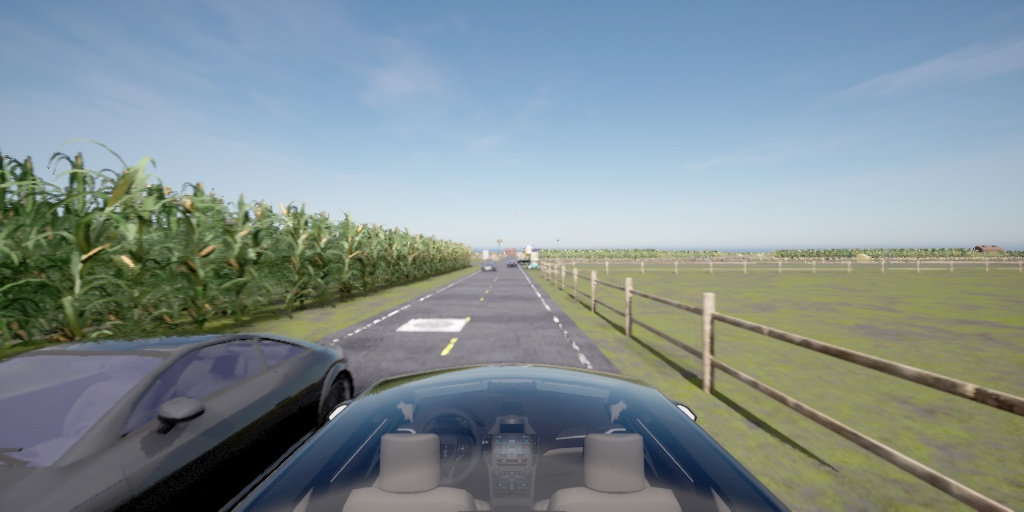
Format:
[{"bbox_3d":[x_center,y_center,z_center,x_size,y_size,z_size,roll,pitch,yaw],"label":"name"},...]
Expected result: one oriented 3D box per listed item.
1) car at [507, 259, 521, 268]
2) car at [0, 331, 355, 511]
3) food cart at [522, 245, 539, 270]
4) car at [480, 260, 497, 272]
[{"bbox_3d":[-0.001,1.231,60.426,2.033,1.411,5.357,0,0,0],"label":"car"},{"bbox_3d":[-2.850,1.314,2.553,1.994,1.385,4.181,0,0,0],"label":"car"},{"bbox_3d":[3.124,0.163,52.389,2.280,3.560,4.660,0,0,0],"label":"food cart"},{"bbox_3d":[-2.833,1.234,44.524,1.812,1.442,4.674,0,0,0],"label":"car"}]
